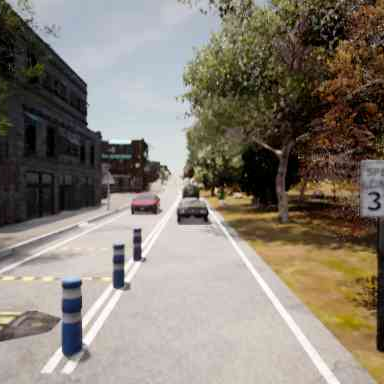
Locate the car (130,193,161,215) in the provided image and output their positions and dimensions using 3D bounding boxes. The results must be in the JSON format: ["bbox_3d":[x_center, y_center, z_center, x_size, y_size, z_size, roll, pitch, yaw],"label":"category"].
[{"bbox_3d":[-3.443,0.832,25.440,1.882,1.535,5.008,0,2,0],"label":"car"}]

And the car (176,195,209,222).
[{"bbox_3d":[0.022,1.081,21.137,1.895,1.301,4.718,0,2,0],"label":"car"}]

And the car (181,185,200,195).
[{"bbox_3d":[-0.147,0.119,42.586,2.150,2.045,5.566,0,2,-1],"label":"car"}]
